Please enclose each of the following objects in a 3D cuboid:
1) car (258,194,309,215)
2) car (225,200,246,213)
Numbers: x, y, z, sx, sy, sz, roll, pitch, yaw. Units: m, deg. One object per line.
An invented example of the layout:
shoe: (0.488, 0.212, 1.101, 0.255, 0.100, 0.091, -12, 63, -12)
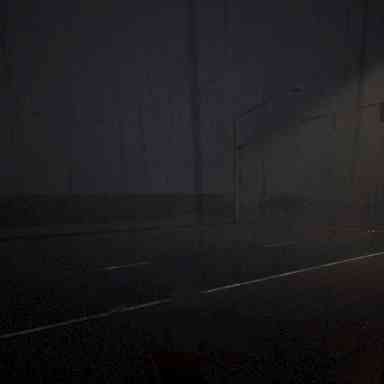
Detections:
car: (9.508, 1.223, 34.763, 2.150, 2.045, 5.566, 0, 0, -35)
car: (3.647, 1.547, 37.027, 2.033, 1.411, 5.357, 0, 0, -35)
